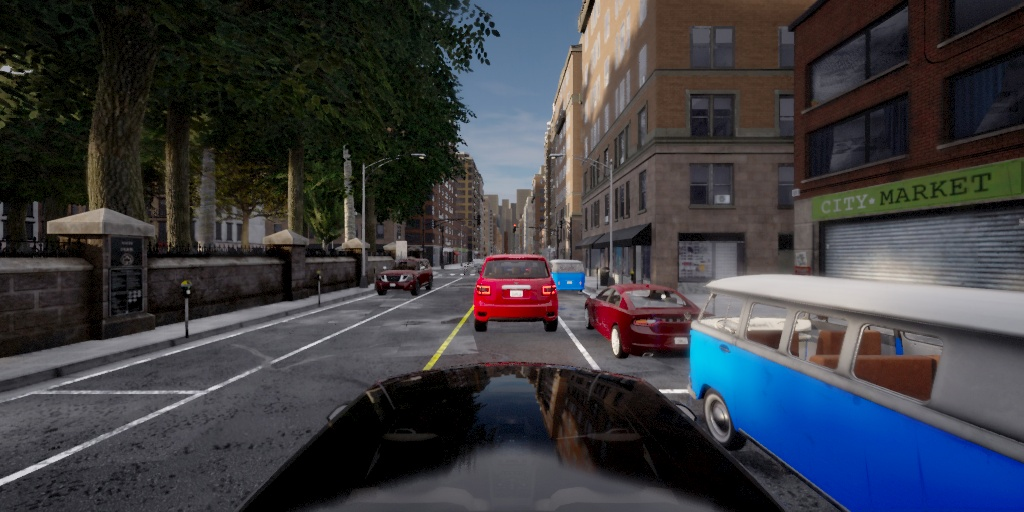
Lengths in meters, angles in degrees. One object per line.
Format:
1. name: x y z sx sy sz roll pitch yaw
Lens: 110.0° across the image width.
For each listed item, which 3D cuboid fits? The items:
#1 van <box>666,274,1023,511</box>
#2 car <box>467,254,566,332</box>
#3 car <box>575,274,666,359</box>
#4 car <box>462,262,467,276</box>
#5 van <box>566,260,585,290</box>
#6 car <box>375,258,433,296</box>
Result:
1. van: 2.856 1.091 2.616 1.690 1.789 3.998 0 0 0
2. car: 0.096 0.970 11.036 2.150 2.045 5.566 0 0 0
3. car: 2.855 1.294 8.277 1.888 1.381 4.507 0 0 0
4. car: -3.005 0.876 30.054 1.812 1.442 4.674 0 0 0
5. van: 2.854 1.085 19.598 1.690 1.789 3.998 0 0 0
6. car: -5.671 1.059 19.557 2.192 1.841 5.009 0 0 0
